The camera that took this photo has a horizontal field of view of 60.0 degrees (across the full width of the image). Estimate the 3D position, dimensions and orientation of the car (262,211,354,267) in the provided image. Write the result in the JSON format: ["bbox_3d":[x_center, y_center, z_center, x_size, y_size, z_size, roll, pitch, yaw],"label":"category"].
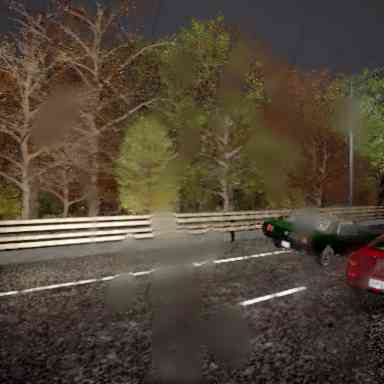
[{"bbox_3d":[4.576,1.431,11.232,4.718,1.301,1.895,6,8,-38],"label":"car"}]

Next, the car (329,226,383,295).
[{"bbox_3d":[5.355,1.582,7.613,4.674,1.442,1.812,0,0,-36],"label":"car"}]
